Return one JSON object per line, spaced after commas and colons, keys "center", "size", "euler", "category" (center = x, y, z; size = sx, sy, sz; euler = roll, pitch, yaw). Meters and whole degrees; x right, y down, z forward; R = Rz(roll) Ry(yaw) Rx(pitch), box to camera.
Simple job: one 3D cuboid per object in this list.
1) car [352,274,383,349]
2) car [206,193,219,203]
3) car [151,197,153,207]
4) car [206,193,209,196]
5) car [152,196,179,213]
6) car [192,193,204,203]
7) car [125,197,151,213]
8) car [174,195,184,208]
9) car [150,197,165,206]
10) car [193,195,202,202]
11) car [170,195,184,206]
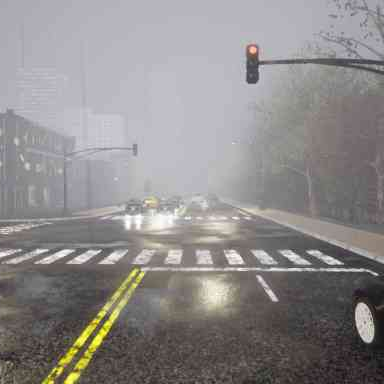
{"center": [3.396, 1.477, 3.207], "size": [1.882, 1.535, 5.008], "euler": [0, 0, 1], "category": "car"}
{"center": [4.359, 1.480, 66.162], "size": [1.837, 1.490, 4.892], "euler": [0, 0, 1], "category": "car"}
{"center": [-5.886, 1.462, 45.876], "size": [1.882, 1.535, 5.008], "euler": [0, 0, 1], "category": "car"}
{"center": [4.419, 1.195, 76.625], "size": [2.150, 2.045, 5.566], "euler": [0, 0, 1], "category": "car"}
{"center": [-2.831, 1.480, 36.692], "size": [2.128, 1.511, 4.902], "euler": [0, 0, -2], "category": "car"}
{"center": [1.106, 1.196, 65.819], "size": [2.150, 2.045, 5.566], "euler": [0, 0, 1], "category": "car"}
{"center": [-6.048, 1.480, 36.364], "size": [2.128, 1.511, 4.902], "euler": [0, 0, -1], "category": "car"}
{"center": [-2.631, 1.476, 46.199], "size": [2.128, 1.511, 4.902], "euler": [0, 0, 1], "category": "car"}
{"center": [-5.716, 1.544, 55.927], "size": [1.994, 1.385, 4.181], "euler": [0, 0, 2], "category": "car"}
{"center": [1.169, 1.509, 76.751], "size": [2.033, 1.411, 5.357], "euler": [0, 0, 1], "category": "car"}
{"center": [-2.473, 1.332, 56.490], "size": [2.097, 1.767, 4.553], "euler": [0, 0, 1], "category": "car"}
